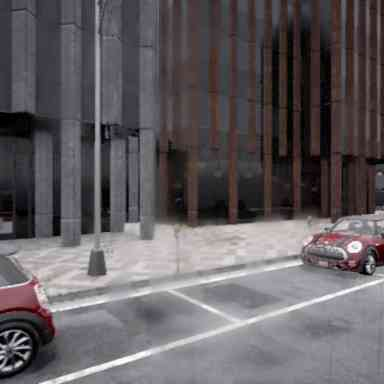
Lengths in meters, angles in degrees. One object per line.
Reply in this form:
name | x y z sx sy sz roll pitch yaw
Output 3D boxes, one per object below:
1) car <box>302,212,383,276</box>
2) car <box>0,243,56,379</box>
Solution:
car | 5.274 1.481 10.413 4.097 1.590 1.967 0 0 -35
car | -3.904 1.436 3.868 4.097 1.590 1.967 0 0 -35
